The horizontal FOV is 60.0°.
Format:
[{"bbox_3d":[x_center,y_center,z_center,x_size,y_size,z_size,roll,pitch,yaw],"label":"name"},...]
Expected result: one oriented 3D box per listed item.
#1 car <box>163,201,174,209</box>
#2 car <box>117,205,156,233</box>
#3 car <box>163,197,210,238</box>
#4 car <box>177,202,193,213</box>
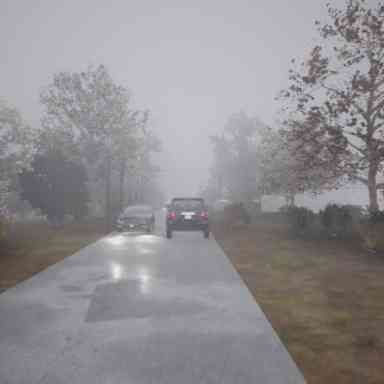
[{"bbox_3d":[-4.271,2.306,61.335,1.812,1.442,4.674,0,-2,-1],"label":"car"},{"bbox_3d":[-3.249,1.555,20.007,1.837,1.490,4.892,0,0,-2],"label":"car"},{"bbox_3d":[-0.249,1.263,18.104,2.150,2.045,5.566,0,0,-2],"label":"car"},{"bbox_3d":[-0.891,1.928,41.582,1.895,1.301,4.718,0,-1,-1],"label":"car"}]
